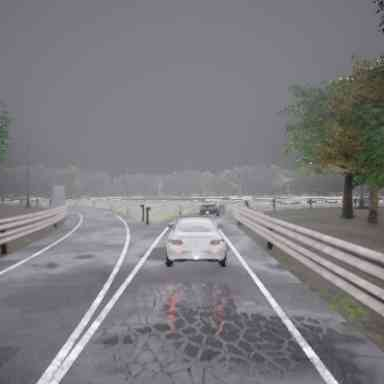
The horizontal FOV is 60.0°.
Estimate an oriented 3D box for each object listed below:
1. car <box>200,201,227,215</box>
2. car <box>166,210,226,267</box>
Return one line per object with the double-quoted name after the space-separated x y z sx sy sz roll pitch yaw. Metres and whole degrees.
2.156 1.647 33.179 1.837 1.490 4.892 -2 -1 17 "car"
0.123 1.559 11.513 1.812 1.442 4.674 0 0 0 "car"
